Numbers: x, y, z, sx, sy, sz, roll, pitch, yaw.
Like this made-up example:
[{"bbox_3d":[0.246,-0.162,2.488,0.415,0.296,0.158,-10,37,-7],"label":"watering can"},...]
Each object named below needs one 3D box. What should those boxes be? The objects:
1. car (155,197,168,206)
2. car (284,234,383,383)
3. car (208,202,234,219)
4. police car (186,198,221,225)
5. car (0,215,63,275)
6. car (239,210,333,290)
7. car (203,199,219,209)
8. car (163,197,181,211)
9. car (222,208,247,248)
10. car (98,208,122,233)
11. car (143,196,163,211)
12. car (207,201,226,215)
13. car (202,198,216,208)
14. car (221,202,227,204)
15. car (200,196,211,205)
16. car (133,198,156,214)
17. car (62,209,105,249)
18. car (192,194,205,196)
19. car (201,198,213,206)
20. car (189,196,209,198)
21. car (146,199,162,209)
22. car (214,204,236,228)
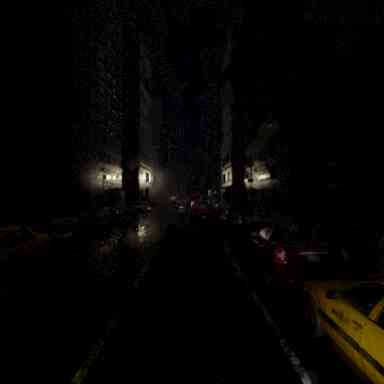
[{"bbox_3d":[-5.397,1.632,58.791,1.967,1.590,4.097,0,0,0],"label":"car"},{"bbox_3d":[2.638,1.536,3.782,1.752,1.417,4.829,0,0,0],"label":"car"},{"bbox_3d":[2.633,1.647,31.205,2.008,1.369,4.403,0,0,0],"label":"car"},{"bbox_3d":[0.723,1.500,24.952,1.930,1.638,5.238,0,0,-2],"label":"police car"},{"bbox_3d":[-5.388,1.550,8.956,1.752,1.417,4.829,0,0,0],"label":"car"},{"bbox_3d":[2.637,1.466,9.131,1.967,1.590,4.097,0,0,0],"label":"car"},{"bbox_3d":[2.630,1.705,47.762,2.008,1.369,4.403,0,0,0],"label":"car"},{"bbox_3d":[-2.845,1.704,43.866,1.994,1.385,4.181,0,0,0],"label":"car"},{"bbox_3d":[2.636,1.592,14.649,2.008,1.369,4.403,0,0,0],"label":"car"},{"bbox_3d":[-5.390,1.641,20.162,1.802,1.307,4.206,0,0,0],"label":"car"},{"bbox_3d":[-5.394,1.450,42.236,2.192,1.841,5.009,0,0,0],"label":"car"},{"bbox_3d":[2.632,1.698,36.724,1.802,1.307,4.206,0,0,0],"label":"car"},{"bbox_3d":[2.629,1.724,53.280,2.008,1.369,4.403,0,0,0],"label":"car"},{"bbox_3d":[2.634,1.622,25.686,1.887,1.381,4.507,0,0,0],"label":"car"},{"bbox_3d":[2.627,1.652,64.319,1.967,1.590,4.097,0,0,0],"label":"car"},{"bbox_3d":[-5.389,1.640,36.549,1.752,1.417,4.829,0,0,0],"label":"car"},{"bbox_3d":[-5.389,1.623,14.644,1.802,1.307,4.206,0,0,0],"label":"car"},{"bbox_3d":[0.819,1.355,40.897,2.150,2.045,5.566,0,0,0],"label":"car"},{"bbox_3d":[2.628,1.774,58.799,1.802,1.307,4.206,0,0,0],"label":"car"},{"bbox_3d":[0.803,1.566,35.059,1.801,1.575,5.366,0,0,0],"label":"car"},{"bbox_3d":[-5.395,1.736,47.753,1.802,1.307,4.206,0,0,0],"label":"car"},{"bbox_3d":[2.635,1.625,20.167,1.947,1.339,4.313,0,0,0],"label":"car"}]
